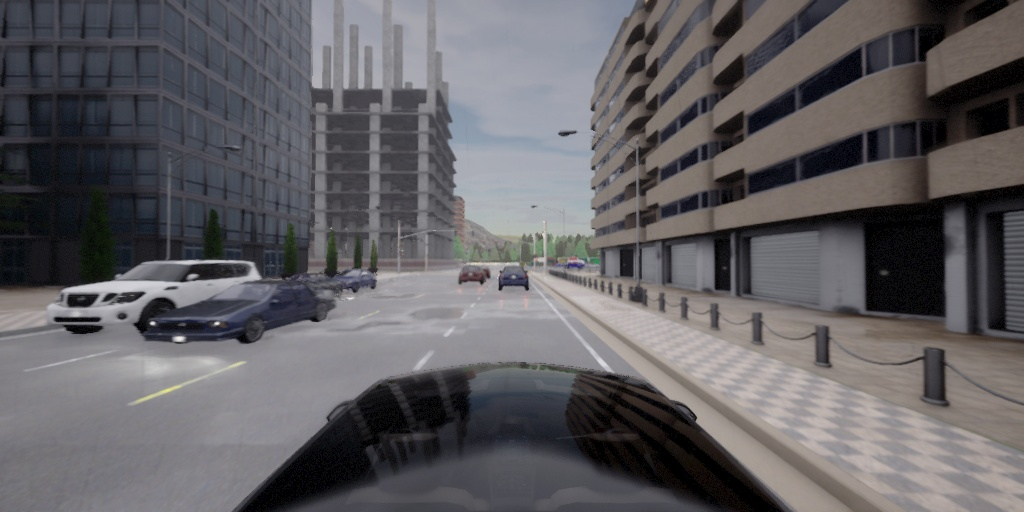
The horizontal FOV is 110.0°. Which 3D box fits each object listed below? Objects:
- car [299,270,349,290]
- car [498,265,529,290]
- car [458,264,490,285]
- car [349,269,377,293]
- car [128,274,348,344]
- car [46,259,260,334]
[{"bbox_3d":[-10.493,1.572,18.410,1.994,1.385,4.181,0,-1,0],"label":"car"},{"bbox_3d":[0.111,1.468,26.209,2.097,1.767,4.553,0,-1,0],"label":"car"},{"bbox_3d":[-3.407,1.547,31.662,2.097,1.767,4.553,0,-1,0],"label":"car"},{"bbox_3d":[-10.542,1.605,23.944,1.812,1.442,4.674,0,-1,1],"label":"car"},{"bbox_3d":[-7.069,1.424,10.290,2.033,1.411,5.357,0,-1,0],"label":"car"},{"bbox_3d":[-10.595,1.119,11.479,2.150,2.045,5.566,0,-1,0],"label":"car"}]
